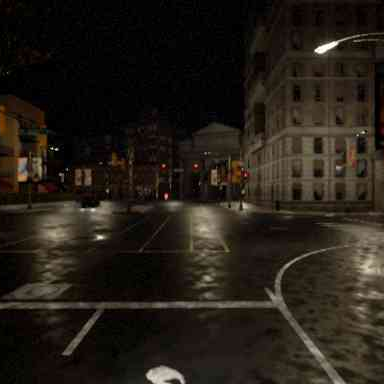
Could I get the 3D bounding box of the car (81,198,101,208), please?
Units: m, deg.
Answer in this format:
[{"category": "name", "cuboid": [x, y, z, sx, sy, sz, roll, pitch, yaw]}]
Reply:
[{"category": "car", "cuboid": [-15.092, 1.649, 49.830, 1.837, 1.490, 4.892, 0, 0, 0]}]
